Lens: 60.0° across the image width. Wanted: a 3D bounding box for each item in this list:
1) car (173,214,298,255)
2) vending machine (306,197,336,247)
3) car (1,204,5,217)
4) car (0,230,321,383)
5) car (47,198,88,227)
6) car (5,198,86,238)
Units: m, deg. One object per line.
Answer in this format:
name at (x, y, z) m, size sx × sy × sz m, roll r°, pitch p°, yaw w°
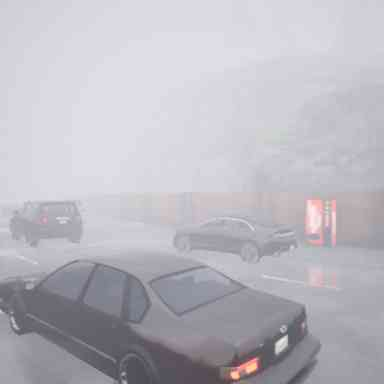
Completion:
car at (1.399, 1.586, 12.271) m, size 4.902 × 1.511 × 2.128 m, roll -1°, pitch -1°, yaw 42°
vending machine at (5.740, 1.282, 14.759) m, size 0.880 × 2.100 × 1.100 m, roll -1°, pitch -1°, yaw 41°
car at (-19.906, 1.919, 36.701) m, size 1.882 × 1.535 × 5.008 m, roll 0°, pitch 0°, yaw -30°
car at (-1.008, 1.596, 4.965) m, size 5.357 × 1.411 × 2.033 m, roll -1°, pitch -1°, yaw 41°
car at (-10.123, 1.514, 26.740) m, size 2.150 × 2.045 × 5.566 m, roll 0°, pitch -1°, yaw -31°
car at (-7.227, 1.407, 16.290) m, size 2.150 × 2.045 × 5.566 m, roll 0°, pitch 0°, yaw -40°
